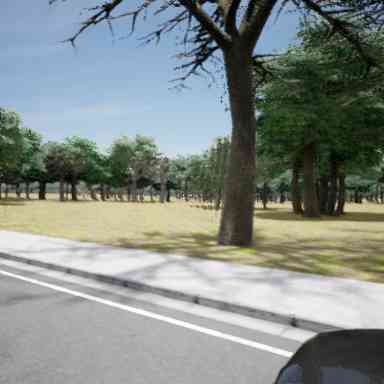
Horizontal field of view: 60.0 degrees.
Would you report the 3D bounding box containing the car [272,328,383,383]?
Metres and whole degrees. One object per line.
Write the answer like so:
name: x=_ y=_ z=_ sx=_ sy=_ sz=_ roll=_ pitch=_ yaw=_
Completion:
car: x=2.501 y=1.562 z=1.901 sx=4.181 sy=1.385 sz=1.994 roll=0 pitch=0 yaw=36
